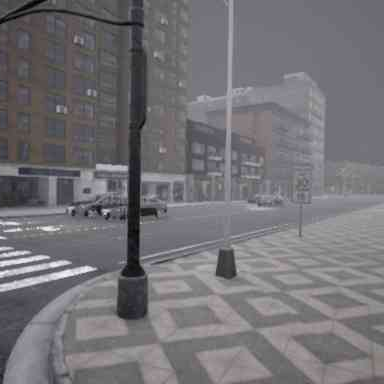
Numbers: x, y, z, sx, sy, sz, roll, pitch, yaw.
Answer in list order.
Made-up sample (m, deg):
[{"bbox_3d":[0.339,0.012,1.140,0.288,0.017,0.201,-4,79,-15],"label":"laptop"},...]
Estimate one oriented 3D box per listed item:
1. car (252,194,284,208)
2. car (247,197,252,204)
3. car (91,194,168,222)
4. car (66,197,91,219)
[{"bbox_3d":[9.160,0.972,38.729,1.837,1.490,4.892,2,1,36],"label":"car"},{"bbox_3d":[9.259,0.935,44.398,2.033,1.411,5.357,2,1,36],"label":"car"},{"bbox_3d":[-3.550,0.999,21.067,2.128,1.511,4.902,2,1,36],"label":"car"},{"bbox_3d":[-6.230,0.925,22.904,2.128,1.511,4.902,2,1,36],"label":"car"}]
